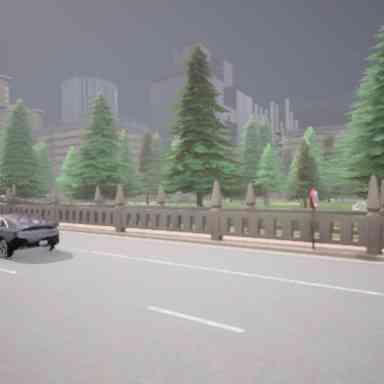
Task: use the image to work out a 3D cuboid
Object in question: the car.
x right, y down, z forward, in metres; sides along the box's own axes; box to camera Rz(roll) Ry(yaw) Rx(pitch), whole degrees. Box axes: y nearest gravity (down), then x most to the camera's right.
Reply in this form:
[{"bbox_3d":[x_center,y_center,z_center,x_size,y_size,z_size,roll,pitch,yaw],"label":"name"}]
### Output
[{"bbox_3d":[-7.325,1.642,13.398,4.902,1.511,2.128,-1,0,36],"label":"car"}]
